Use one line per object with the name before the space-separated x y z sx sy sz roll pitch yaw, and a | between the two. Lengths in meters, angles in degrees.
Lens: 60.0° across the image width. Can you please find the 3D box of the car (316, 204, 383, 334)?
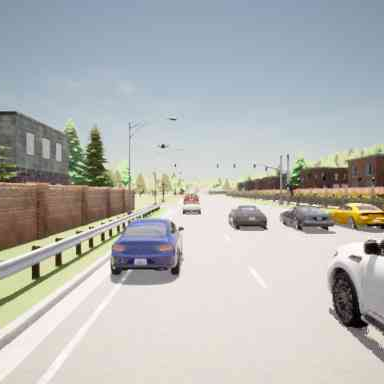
car | 3.591 1.220 3.822 2.150 2.045 5.566 0 0 0

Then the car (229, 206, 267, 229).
car | 3.553 1.567 21.650 1.994 1.385 4.181 0 0 0

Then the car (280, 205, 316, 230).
car | 7.054 1.550 20.942 2.033 1.411 5.357 0 0 0

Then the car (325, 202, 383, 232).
car | 10.553 1.480 21.483 1.882 1.535 5.008 0 0 0

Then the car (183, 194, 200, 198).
car | -0.067 1.227 45.277 2.150 2.045 5.566 0 0 0

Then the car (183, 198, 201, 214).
car | -0.013 1.605 35.391 1.895 1.301 4.718 0 0 0

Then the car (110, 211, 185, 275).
car | -1.249 1.527 10.342 1.812 1.442 4.674 0 0 0
